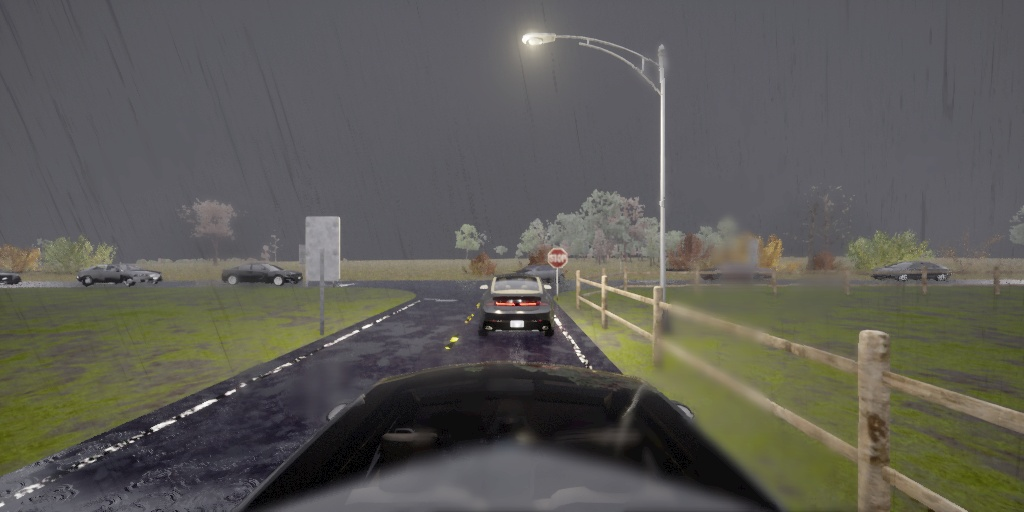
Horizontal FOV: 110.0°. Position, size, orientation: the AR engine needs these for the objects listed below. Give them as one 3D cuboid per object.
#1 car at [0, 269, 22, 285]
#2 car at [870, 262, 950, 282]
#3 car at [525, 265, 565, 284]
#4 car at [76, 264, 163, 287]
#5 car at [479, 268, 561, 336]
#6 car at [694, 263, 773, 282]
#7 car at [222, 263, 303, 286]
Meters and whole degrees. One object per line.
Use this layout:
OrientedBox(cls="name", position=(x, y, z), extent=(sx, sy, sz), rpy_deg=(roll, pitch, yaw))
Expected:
OrientedBox(cls="car", position=(-37.692, 1.417, 25.325), extent=(4.181, 1.385, 1.994), rpy_deg=(0, 0, 1))
OrientedBox(cls="car", position=(30.564, 1.185, 27.619), extent=(4.892, 1.490, 1.837), rpy_deg=(0, 0, 1))
OrientedBox(cls="car", position=(1.684, 1.308, 24.950), extent=(4.181, 1.385, 1.994), rpy_deg=(0, 0, -35))
OrientedBox(cls="car", position=(-27.487, 1.314, 25.217), extent=(4.902, 1.511, 2.128), rpy_deg=(0, 0, 1))
OrientedBox(cls="car", position=(0.113, 1.255, 10.359), extent=(1.837, 1.490, 4.892), rpy_deg=(0, 0, 0))
OrientedBox(cls="car", position=(17.135, 1.251, 27.752), extent=(5.357, 1.411, 2.033), rpy_deg=(0, 0, 0))
OrientedBox(cls="car", position=(-17.366, 1.271, 25.117), extent=(5.008, 1.535, 1.882), rpy_deg=(0, 0, 1))
